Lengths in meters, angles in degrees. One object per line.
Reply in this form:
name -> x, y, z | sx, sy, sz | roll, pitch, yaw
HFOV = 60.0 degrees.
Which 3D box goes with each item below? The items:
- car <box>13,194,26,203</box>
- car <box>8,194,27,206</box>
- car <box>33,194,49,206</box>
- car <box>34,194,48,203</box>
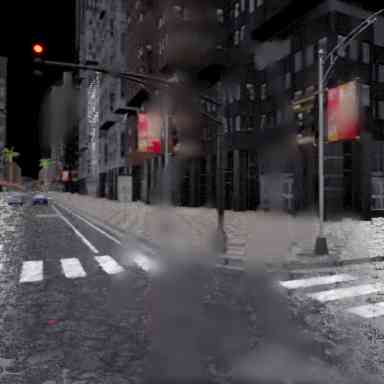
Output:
car -> -29.825, 1.080, 57.611 | 1.882, 1.535, 5.008 | 0, 0, -25
car -> -25.373, 1.222, 48.049 | 2.033, 1.411, 5.357 | 0, 0, -25
car -> -22.090, 1.177, 48.661 | 1.882, 1.535, 5.008 | 0, 0, -25
car -> -26.506, 1.120, 58.180 | 2.128, 1.511, 4.902 | 0, 0, -25
